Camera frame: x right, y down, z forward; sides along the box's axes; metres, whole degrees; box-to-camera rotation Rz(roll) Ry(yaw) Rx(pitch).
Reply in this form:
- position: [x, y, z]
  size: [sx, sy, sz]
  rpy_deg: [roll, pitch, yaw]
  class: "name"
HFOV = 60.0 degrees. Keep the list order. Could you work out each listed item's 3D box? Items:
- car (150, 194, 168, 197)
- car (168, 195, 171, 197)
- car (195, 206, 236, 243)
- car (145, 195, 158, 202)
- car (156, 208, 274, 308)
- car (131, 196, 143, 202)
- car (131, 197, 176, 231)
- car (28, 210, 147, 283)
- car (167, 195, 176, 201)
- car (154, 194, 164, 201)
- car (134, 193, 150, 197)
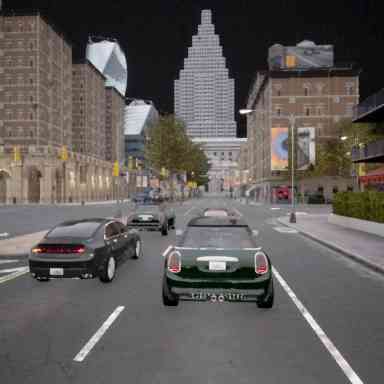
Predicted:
- position: [-6.795, 1.478, 68.290]
  size: [1.882, 1.535, 5.008]
  rpy_deg: [0, 0, 4]
  class: "car"
- position: [-6.110, 1.595, 77.961]
  size: [1.895, 1.301, 4.718]
  rpy_deg: [0, 0, 4]
  class: "car"
- position: [1.242, 1.526, 17.147]
  size: [1.812, 1.442, 4.674]
  rpy_deg: [0, 0, 5]
  class: "car"
- position: [-9.539, 1.540, 79.093]
  size: [2.033, 1.411, 5.357]
  rpy_deg: [0, 0, 4]
  class: "car"
- position: [0.606, 1.352, 8.124]
  size: [2.097, 1.767, 4.553]
  rpy_deg: [0, 0, 4]
  class: "car"
- position: [-12.865, 1.595, 78.121]
  size: [1.895, 1.301, 4.718]
  rpy_deg: [0, 0, 4]
  class: "car"
- position: [-2.173, 1.352, 18.708]
  size: [2.097, 1.767, 4.553]
  rpy_deg: [0, 0, 4]
  class: "car"
- position: [-2.812, 1.505, 9.732]
  size: [1.837, 1.490, 4.892]
  rpy_deg: [0, 0, 4]
  class: "car"
- position: [-5.413, 1.553, 87.837]
  size: [1.994, 1.385, 4.181]
  rpy_deg: [0, 0, 4]
  class: "car"
- position: [-8.835, 1.355, 89.060]
  size: [2.097, 1.767, 4.553]
  rpy_deg: [0, 0, 4]
  class: "car"
- position: [-10.251, 1.225, 69.000]
  size: [2.150, 2.045, 5.566]
  rpy_deg: [0, 0, 4]
  class: "car"
